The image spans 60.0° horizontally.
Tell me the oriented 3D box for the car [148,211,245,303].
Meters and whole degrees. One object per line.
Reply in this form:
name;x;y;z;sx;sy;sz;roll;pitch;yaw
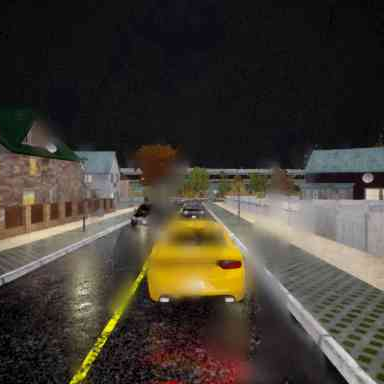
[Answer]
car;0.099;1.473;8.270;1.882;1.535;5.008;0;0;0

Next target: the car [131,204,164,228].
car;-2.799;1.520;22.008;1.812;1.442;4.674;0;0;0

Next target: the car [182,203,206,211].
car;0.153;1.596;27.407;1.895;1.301;4.718;0;0;0
